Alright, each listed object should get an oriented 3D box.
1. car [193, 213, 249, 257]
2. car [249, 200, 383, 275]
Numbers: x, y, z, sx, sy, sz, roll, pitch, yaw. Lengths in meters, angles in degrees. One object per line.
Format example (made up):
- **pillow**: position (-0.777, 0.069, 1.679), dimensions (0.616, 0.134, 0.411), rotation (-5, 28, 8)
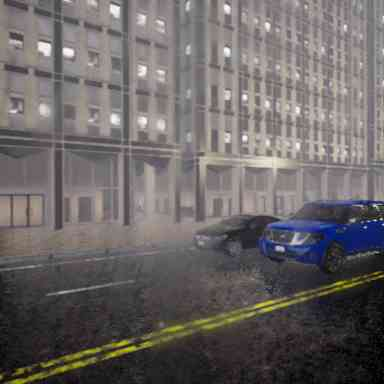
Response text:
- **car**: position (2.231, 1.588, 13.257), dimensions (4.674, 1.442, 1.812), rotation (1, 0, -35)
- **car**: position (4.752, 1.290, 11.064), dimensions (5.566, 2.045, 2.150), rotation (1, 0, -35)
